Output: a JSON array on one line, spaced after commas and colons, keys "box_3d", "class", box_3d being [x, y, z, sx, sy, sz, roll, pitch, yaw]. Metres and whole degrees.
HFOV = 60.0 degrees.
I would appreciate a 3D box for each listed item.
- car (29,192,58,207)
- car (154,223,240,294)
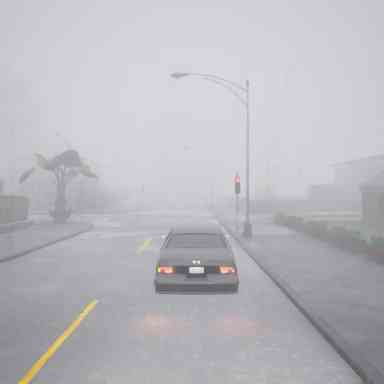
[{"box_3d": [-19.743, 0.985, 43.945, 1.905, 1.878, 3.866, 0, 0, 35], "class": "car"}, {"box_3d": [0.100, 1.547, 8.900, 2.033, 1.411, 5.357, 0, 0, 0], "class": "car"}]
